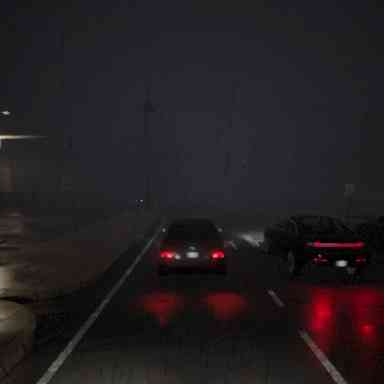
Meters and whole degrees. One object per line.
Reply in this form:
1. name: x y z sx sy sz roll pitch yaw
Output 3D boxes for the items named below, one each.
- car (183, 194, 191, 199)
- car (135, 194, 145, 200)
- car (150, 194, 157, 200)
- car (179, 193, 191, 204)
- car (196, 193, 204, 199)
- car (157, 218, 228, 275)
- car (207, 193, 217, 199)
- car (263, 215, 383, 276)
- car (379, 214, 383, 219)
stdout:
1. car: -1.330 1.206 90.626 2.033 1.411 5.357 0 0 0
2. car: -12.826 1.202 82.082 1.837 1.490 4.892 0 0 0
3. car: -9.326 1.227 82.086 1.812 1.442 4.674 0 0 0
4. car: -1.315 1.347 59.734 1.994 1.385 4.181 0 0 0
5. car: 2.170 1.167 90.709 1.837 1.490 4.892 0 0 0
6. car: 0.004 1.509 10.254 2.033 1.411 5.357 0 0 0
7. car: 5.670 1.144 90.645 1.882 1.535 5.008 0 0 0
8. car: 3.502 1.454 10.207 2.128 1.511 4.902 0 0 0
9. car: 7.003 1.313 10.640 2.097 1.767 4.553 0 0 0
